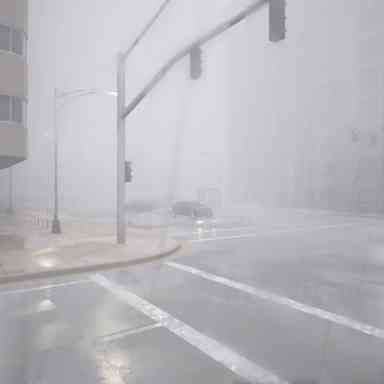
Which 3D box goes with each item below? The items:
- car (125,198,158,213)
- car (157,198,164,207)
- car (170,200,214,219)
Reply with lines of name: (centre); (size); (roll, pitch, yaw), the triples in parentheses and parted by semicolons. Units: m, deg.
car: (-6.081, 1.601, 37.409); (1.895, 1.301, 4.718); (0, 0, -36)
car: (-6.272, 1.547, 43.914); (2.033, 1.411, 5.357); (0, 0, -36)
car: (-0.095, 1.505, 29.185); (1.837, 1.490, 4.892); (0, 0, -36)
